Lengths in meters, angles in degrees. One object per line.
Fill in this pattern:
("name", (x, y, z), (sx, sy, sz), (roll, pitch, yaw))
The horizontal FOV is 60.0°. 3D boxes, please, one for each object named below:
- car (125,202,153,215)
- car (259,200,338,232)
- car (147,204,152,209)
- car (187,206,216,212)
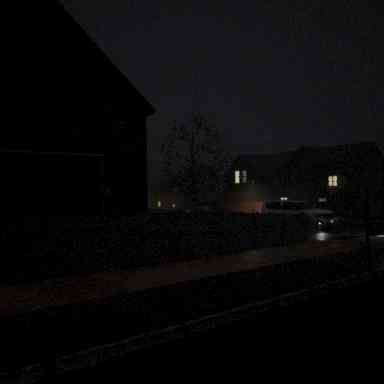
("car", (-7.836, 2.342, 48.811), (2.097, 1.767, 4.553), (-1, -1, -35))
("car", (7.134, 1.551, 23.039), (2.150, 2.045, 5.566), (-1, -1, -36))
("car", (-6.340, 2.382, 41.794), (1.837, 1.490, 4.892), (-1, -1, -36))
("car", (1.147, 2.098, 31.357), (1.812, 1.442, 4.674), (-1, -1, -36))
